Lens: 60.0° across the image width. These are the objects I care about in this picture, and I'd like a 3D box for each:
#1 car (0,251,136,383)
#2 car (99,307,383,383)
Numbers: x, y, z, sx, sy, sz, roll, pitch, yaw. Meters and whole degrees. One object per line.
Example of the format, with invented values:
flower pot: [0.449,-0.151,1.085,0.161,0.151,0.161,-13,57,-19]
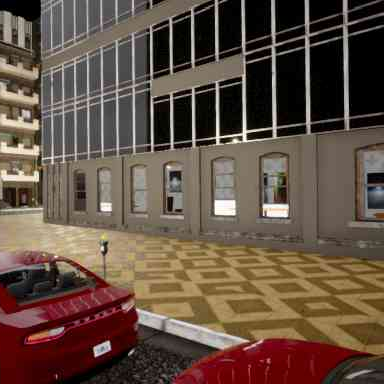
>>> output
car: [-2.774,1.546,4.869,4.507,1.381,1.887,0,-1,36]
car: [1.796,1.545,1.603,4.507,1.381,1.887,0,-1,36]
